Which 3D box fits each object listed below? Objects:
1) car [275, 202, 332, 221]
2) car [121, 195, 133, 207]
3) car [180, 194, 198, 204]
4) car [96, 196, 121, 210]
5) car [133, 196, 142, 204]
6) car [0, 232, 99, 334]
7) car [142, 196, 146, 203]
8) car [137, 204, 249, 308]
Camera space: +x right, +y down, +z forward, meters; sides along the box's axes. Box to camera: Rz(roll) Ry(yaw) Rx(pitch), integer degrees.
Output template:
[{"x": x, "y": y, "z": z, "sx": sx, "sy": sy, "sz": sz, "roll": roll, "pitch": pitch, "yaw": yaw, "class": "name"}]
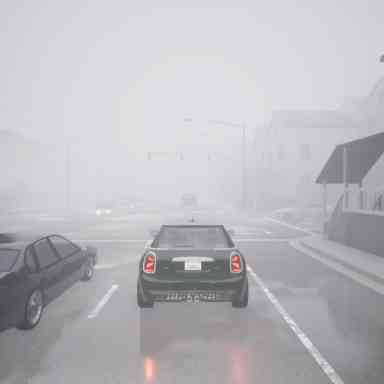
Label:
[{"x": 9.330, "y": 1.597, "z": 27.868, "sx": 4.674, "sy": 1.442, "sz": 1.812, "roll": -2, "pitch": 0, "yaw": 0, "class": "car"}, {"x": -11.111, "y": 1.352, "z": 51.855, "sx": 2.097, "sy": 1.767, "sz": 4.553, "roll": 0, "pitch": 0, "yaw": -1, "class": "car"}, {"x": -0.394, "y": 1.221, "z": 44.810, "sx": 2.150, "sy": 2.045, "sz": 5.566, "roll": 0, "pitch": 0, "yaw": 0, "class": "car"}, {"x": -11.030, "y": 1.564, "z": 43.200, "sx": 1.994, "sy": 1.385, "sz": 4.181, "roll": 0, "pitch": 0, "yaw": -1, "class": "car"}, {"x": -11.181, "y": 1.491, "z": 61.924, "sx": 2.128, "sy": 1.511, "sz": 4.902, "roll": 0, "pitch": 0, "yaw": 0, "class": "car"}, {"x": -3.486, "y": 1.547, "z": 6.823, "sx": 2.033, "sy": 1.411, "sz": 5.357, "roll": 0, "pitch": 0, "yaw": 0, "class": "car"}, {"x": -11.225, "y": 1.521, "z": 72.197, "sx": 2.128, "sy": 1.511, "sz": 4.902, "roll": 0, "pitch": 0, "yaw": -1, "class": "car"}, {"x": 0.005, "y": 1.352, "z": 8.104, "sx": 2.097, "sy": 1.767, "sz": 4.553, "roll": 0, "pitch": 0, "yaw": 0, "class": "car"}]
